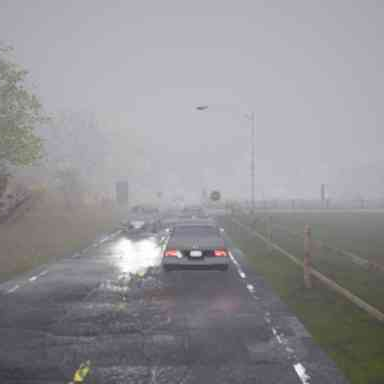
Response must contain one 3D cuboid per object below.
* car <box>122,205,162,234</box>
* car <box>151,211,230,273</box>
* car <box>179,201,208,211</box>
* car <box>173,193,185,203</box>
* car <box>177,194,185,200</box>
[{"bbox_3d":[-2.753,1.496,19.239,2.128,1.511,4.902,0,0,0],"label":"car"},{"bbox_3d":[0.096,1.551,10.617,2.033,1.411,5.357,0,0,0],"label":"car"},{"bbox_3d":[0.098,1.567,22.299,1.994,1.385,4.181,0,0,0],"label":"car"},{"bbox_3d":[-2.758,1.180,69.978,2.150,2.045,5.566,0,0,0],"label":"car"},{"bbox_3d":[-2.759,1.347,86.114,1.882,1.535,5.008,0,0,0],"label":"car"}]
